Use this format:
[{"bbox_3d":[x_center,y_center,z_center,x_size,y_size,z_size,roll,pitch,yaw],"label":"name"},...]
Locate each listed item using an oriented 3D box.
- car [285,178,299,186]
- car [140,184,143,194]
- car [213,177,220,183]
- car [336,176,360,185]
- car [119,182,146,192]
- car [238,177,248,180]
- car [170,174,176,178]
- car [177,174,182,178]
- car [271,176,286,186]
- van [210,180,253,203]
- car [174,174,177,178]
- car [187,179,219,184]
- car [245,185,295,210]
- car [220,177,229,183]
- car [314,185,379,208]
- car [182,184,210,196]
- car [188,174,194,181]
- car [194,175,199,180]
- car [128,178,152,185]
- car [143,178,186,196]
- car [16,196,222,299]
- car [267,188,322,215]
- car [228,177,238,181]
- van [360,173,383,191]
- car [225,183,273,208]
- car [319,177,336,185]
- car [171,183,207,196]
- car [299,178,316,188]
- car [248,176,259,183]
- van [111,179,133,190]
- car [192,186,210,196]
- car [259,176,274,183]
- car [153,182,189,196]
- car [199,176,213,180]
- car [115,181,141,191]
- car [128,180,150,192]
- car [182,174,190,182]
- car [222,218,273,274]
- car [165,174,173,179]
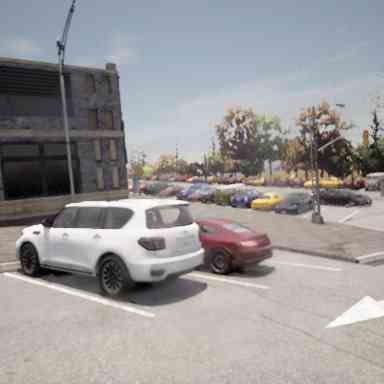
[{"bbox_3d":[16.644,-1.466,50.847,2.002,1.452,4.674,1,5,42],"label":"car"},{"bbox_3d":[-5.596,-0.399,54.143,2.097,1.535,5.008,0,7,43],"label":"car"},{"bbox_3d":[7.231,-2.391,69.309,2.163,1.488,4.792,1,6,44],"label":"car"},{"bbox_3d":[20.890,-1.262,43.032,2.185,1.767,4.553,1,5,41],"label":"car"},{"bbox_3d":[-12.152,-1.085,67.733,2.231,1.521,4.892,1,7,45],"label":"car"},{"bbox_3d":[11.177,-2.145,61.341,2.185,1.767,4.553,2,6,43],"label":"car"},{"bbox_3d":[-2.754,-3.518,90.828,4.792,1.488,2.163,-7,6,-44],"label":"car"},{"bbox_3d":[-0.319,-3.510,85.390,5.566,2.045,2.435,-7,6,-44],"label":"car"},{"bbox_3d":[15.247,-1.591,53.455,2.002,1.452,4.674,1,5,42],"label":"car"},{"bbox_3d":[4.341,0.253,35.536,1.878,1.987,4.442,0,6,41],"label":"van"},{"bbox_3d":[-1.566,-3.369,88.073,4.792,1.488,2.163,-7,6,-44],"label":"car"},{"bbox_3d":[1.547,-0.645,50.566,1.882,1.535,5.008,-6,5,-27],"label":"car"},{"bbox_3d":[7.366,0.705,30.348,1.946,1.575,5.366,0,6,40],"label":"car"},{"bbox_3d":[8.493,-2.250,66.597,2.163,1.488,4.792,2,6,44],"label":"car"},{"bbox_3d":[13.284,0.478,29.303,1.837,1.490,4.892,-6,6,-30],"label":"car"},{"bbox_3d":[1.393,0.284,40.764,2.002,1.452,4.674,1,7,41],"label":"car"},{"bbox_3d":[2.140,-2.971,79.988,4.892,1.521,2.231,-7,6,-44],"label":"car"},{"bbox_3d":[3.364,-2.954,77.271,4.553,1.767,2.185,-7,6,-44],"label":"car"},{"bbox_3d":[-10.866,-1.072,64.998,2.185,1.767,4.553,1,7,44],"label":"car"},{"bbox_3d":[-4.230,-0.520,51.454,2.435,2.045,5.566,0,7,43],"label":"car"},{"bbox_3d":[-2.319,1.228,8.691,5.566,2.045,2.435,-1,0,35],"label":"car"},{"bbox_3d":[8.575,0.898,27.543,2.163,1.488,4.792,0,7,40],"label":"car"},{"bbox_3d":[9.820,-2.149,63.970,2.097,1.535,5.008,1,6,44],"label":"car"},{"bbox_3d":[22.290,-1.236,40.384,1.878,1.987,4.442,1,6,41],"label":"van"},{"bbox_3d":[5.727,0.490,32.799,2.185,1.767,4.553,0,6,41],"label":"car"},{"bbox_3d":[19.601,-1.280,45.790,1.946,1.575,5.366,1,5,41],"label":"car"},{"bbox_3d":[-0.041,0.159,43.424,2.002,1.452,4.674,0,6,42],"label":"car"},{"bbox_3d":[17.936,-1.369,48.103,1.946,1.575,5.366,1,6,42],"label":"car"},{"bbox_3d":[12.630,-1.907,58.834,1.946,1.575,5.366,1,6,43],"label":"car"},{"bbox_3d":[-15.877,-1.750,76.000,4.442,1.987,1.878,-9,7,-44],"label":"van"},{"bbox_3d":[2.820,0.370,38.106,2.231,1.521,4.892,0,6,41],"label":"car"},{"bbox_3d":[13.841,-1.881,56.041,2.185,1.767,4.553,1,6,43],"label":"car"},{"bbox_3d":[-2.840,-0.097,48.768,2.002,1.452,4.674,1,7,42],"label":"car"},{"bbox_3d":[4.644,-2.692,74.616,2.097,1.535,5.008,1,6,45],"label":"car"},{"bbox_3d":[-13.443,-1.225,70.459,2.097,1.535,5.008,0,7,45],"label":"car"},{"bbox_3d":[-8.260,-0.669,59.555,2.097,1.535,5.008,1,7,44],"label":"car"},{"bbox_3d":[0.778,-3.101,82.553,5.366,1.575,1.946,-7,6,-44],"label":"car"},{"bbox_3d":[0.185,1.511,10.405,4.674,1.452,2.002,-1,0,35],"label":"car"},{"bbox_3d":[-4.130,-3.675,93.380,5.366,1.575,1.946,-7,6,-44],"label":"car"}]
